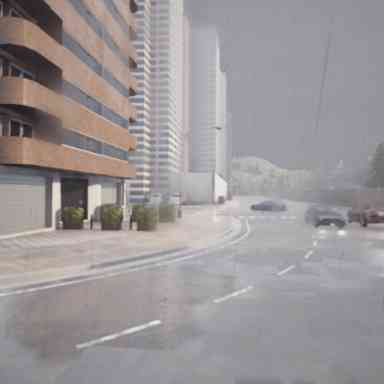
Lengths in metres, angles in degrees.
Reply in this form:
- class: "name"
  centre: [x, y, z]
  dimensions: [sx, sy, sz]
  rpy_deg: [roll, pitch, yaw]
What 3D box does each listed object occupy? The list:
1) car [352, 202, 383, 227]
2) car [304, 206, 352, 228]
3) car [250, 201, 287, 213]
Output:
- class: "car"
  centre: [12.867, 1.527, 24.094]
  dimensions: [2.097, 1.767, 4.553]
  rpy_deg: [0, 0, 9]
- class: "car"
  centre: [9.290, 1.703, 23.661]
  dimensions: [2.033, 1.411, 5.357]
  rpy_deg: [0, 0, 8]
- class: "car"
  centre: [9.407, 1.801, 41.082]
  dimensions: [1.812, 1.442, 4.674]
  rpy_deg: [0, 0, -42]
